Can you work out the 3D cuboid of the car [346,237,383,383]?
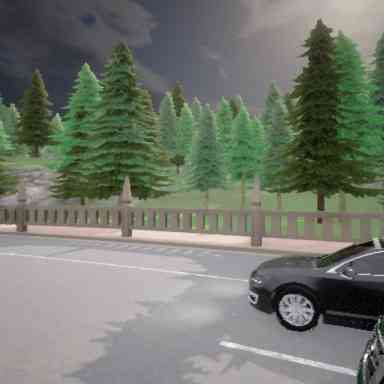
[{"bbox_3d":[3.759,1.224,1.350,5.566,2.045,2.150,0,0,28],"label":"car"}]

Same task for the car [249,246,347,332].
[{"bbox_3d":[3.389,1.505,5.454,4.892,1.490,1.837,0,0,27],"label":"car"}]
